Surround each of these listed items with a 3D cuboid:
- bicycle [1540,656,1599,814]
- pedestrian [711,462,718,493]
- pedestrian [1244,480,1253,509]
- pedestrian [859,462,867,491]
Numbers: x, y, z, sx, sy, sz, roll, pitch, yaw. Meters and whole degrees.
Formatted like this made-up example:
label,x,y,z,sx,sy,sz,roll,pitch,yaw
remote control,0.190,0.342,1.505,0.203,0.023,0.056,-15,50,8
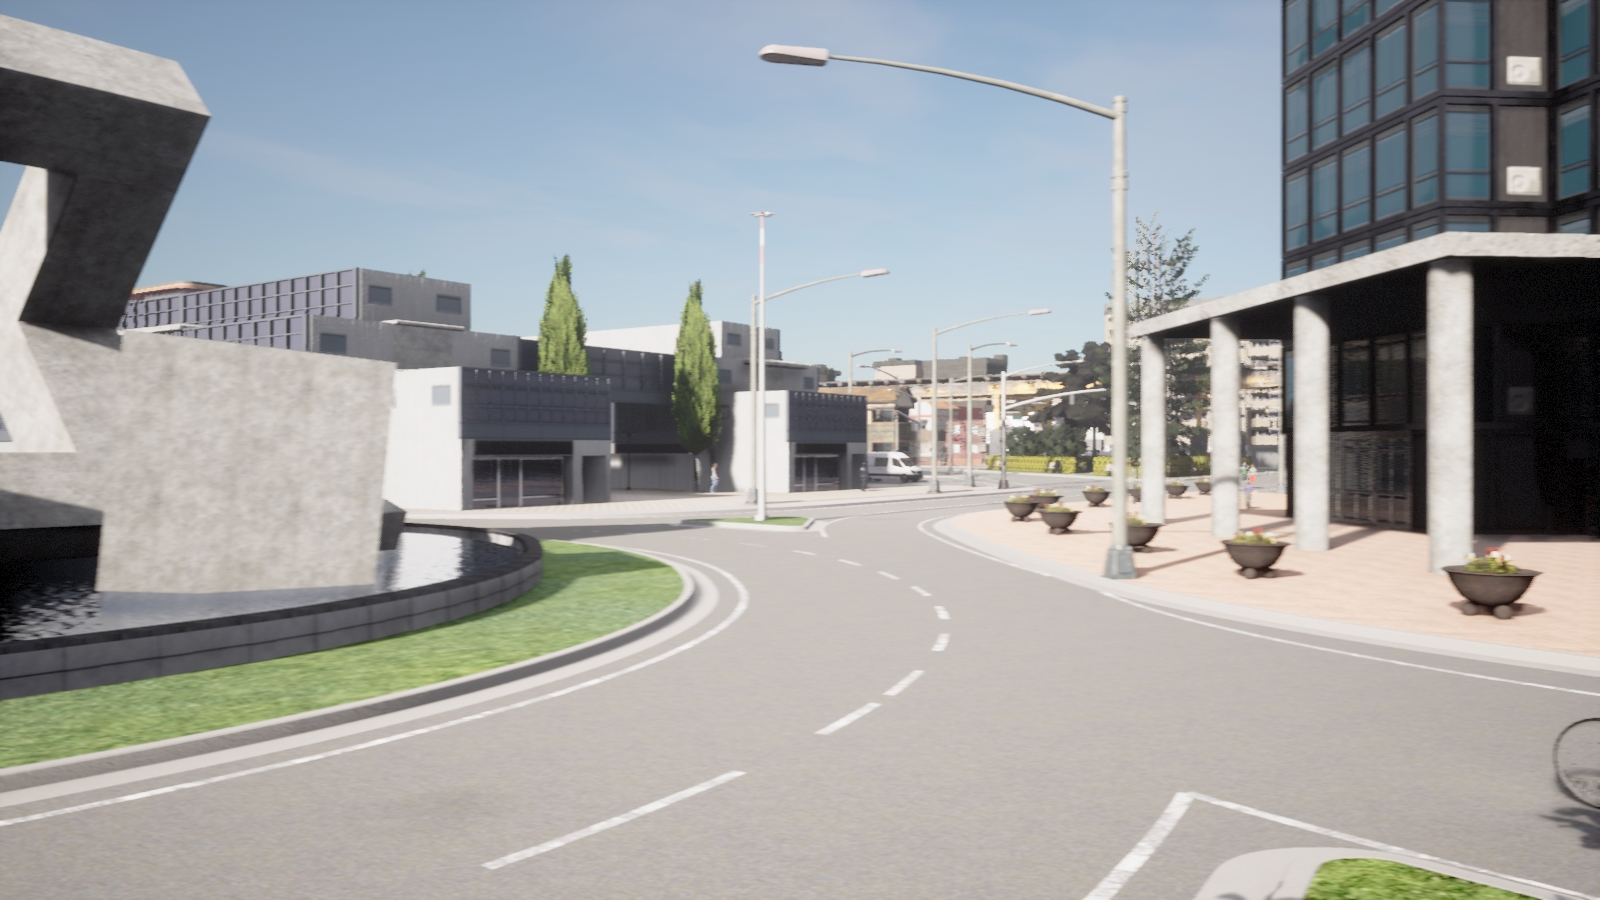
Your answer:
label,x,y,z,sx,sy,sz,roll,pitch,yaw
bicycle,6.581,2.229,8.447,0.329,1.126,1.835,2,-1,-39
pedestrian,-5.205,1.670,69.331,0.375,1.860,0.375,0,0,5
pedestrian,20.373,2.030,51.897,0.375,1.300,0.375,0,0,16
pedestrian,3.959,1.674,72.022,0.375,1.860,0.375,0,0,-33
